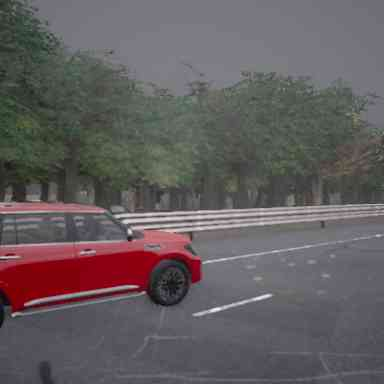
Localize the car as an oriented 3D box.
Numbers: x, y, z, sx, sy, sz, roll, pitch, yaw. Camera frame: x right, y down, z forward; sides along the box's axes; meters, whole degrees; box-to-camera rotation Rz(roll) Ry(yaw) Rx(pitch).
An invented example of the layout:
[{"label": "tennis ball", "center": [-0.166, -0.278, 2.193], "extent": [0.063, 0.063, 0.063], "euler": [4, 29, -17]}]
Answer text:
[{"label": "car", "center": [-2.430, 1.211, 6.318], "extent": [5.566, 2.045, 2.150], "euler": [1, 0, -36]}]
